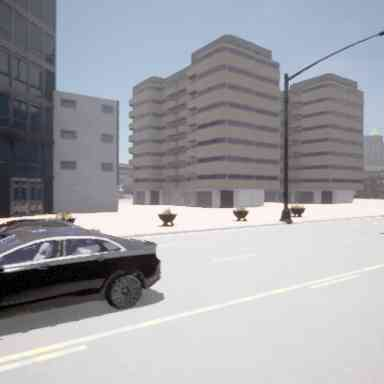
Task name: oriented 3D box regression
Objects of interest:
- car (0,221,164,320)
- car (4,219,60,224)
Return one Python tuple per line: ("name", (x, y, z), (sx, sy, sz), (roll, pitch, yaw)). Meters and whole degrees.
("car", (-2.900, 1.471, 6.233), (4.902, 1.511, 2.128), (0, 0, -34))
("car", (-4.764, 1.495, 9.198), (4.674, 1.442, 1.812), (0, 0, -34))
